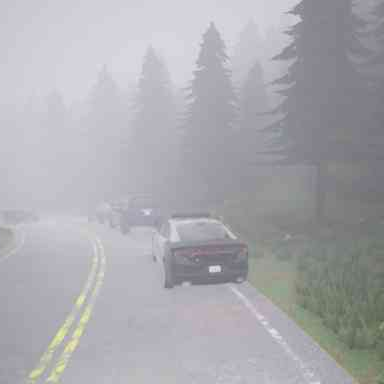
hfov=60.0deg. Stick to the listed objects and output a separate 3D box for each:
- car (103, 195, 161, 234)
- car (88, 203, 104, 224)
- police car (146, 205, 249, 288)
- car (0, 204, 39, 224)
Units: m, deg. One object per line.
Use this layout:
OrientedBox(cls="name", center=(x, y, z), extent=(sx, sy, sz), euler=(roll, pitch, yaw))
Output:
OrientedBox(cls="car", center=(-3.388, 1.186, 19.363), extent=(2.150, 2.045, 5.566), euler=(-2, 1, -25))
OrientedBox(cls="car", center=(-6.418, 1.525, 24.927), extent=(1.812, 1.442, 4.674), euler=(-3, 1, -32))
OrientedBox(cls="police car", center=(-0.058, 1.388, 9.400), extent=(1.930, 1.638, 5.238), euler=(-1, 0, -12))
OrientedBox(cls="car", center=(-14.661, 1.887, 28.436), extent=(1.812, 1.442, 4.674), euler=(-4, 1, -43))
